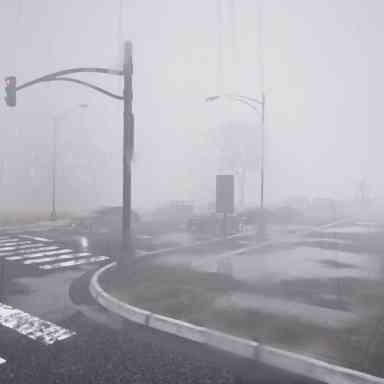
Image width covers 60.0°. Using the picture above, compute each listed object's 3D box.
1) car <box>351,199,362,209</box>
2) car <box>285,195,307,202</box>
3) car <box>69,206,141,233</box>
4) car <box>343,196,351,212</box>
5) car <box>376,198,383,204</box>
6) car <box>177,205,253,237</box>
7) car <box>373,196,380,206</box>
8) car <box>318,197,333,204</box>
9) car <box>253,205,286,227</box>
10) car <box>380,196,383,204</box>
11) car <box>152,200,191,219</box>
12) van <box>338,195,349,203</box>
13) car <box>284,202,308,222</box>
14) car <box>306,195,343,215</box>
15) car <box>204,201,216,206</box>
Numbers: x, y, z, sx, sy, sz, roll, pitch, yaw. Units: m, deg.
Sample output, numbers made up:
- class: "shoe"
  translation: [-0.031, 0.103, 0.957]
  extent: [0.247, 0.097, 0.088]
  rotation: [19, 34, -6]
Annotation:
- class: "car"
  translation: [24.930, 1.773, 51.273]
  extent: [1.967, 1.590, 4.097]
  rotation: [1, 0, 36]
- class: "car"
  translation: [15.098, 1.428, 47.514]
  extent: [2.150, 2.045, 5.566]
  rotation: [1, 0, 37]
- class: "car"
  translation: [-5.121, 1.564, 20.157]
  extent: [1.812, 1.442, 4.674]
  rotation: [1, 0, 36]
- class: "car"
  translation: [18.398, 1.720, 42.298]
  extent: [1.967, 1.590, 4.097]
  rotation: [1, 0, 36]
- class: "car"
  translation: [44.653, 2.047, 78.110]
  extent: [2.008, 1.369, 4.403]
  rotation: [1, 0, 36]
- class: "car"
  translation: [1.435, 1.696, 19.088]
  extent: [2.008, 1.369, 4.403]
  rotation: [1, 0, 36]
- class: "car"
  translation: [34.892, 1.940, 64.828]
  extent: [1.752, 1.417, 4.829]
  rotation: [1, 0, 36]
- class: "car"
  translation: [28.038, 1.849, 69.652]
  extent: [1.947, 1.339, 4.313]
  rotation: [1, 0, 36]
- class: "car"
  translation: [4.682, 1.737, 23.505]
  extent: [1.947, 1.339, 4.313]
  rotation: [1, 0, 36]
- class: "car"
  translation: [41.369, 1.784, 73.637]
  extent: [2.192, 1.841, 5.009]
  rotation: [1, 0, 36]
- class: "car"
  translation: [-1.650, 1.481, 29.474]
  extent: [1.967, 1.590, 4.097]
  rotation: [1, 0, 36]
- class: "van"
  translation: [37.902, 1.706, 83.071]
  extent: [1.690, 1.788, 3.998]
  rotation: [1, 0, 36]
- class: "car"
  translation: [7.926, 1.779, 27.921]
  extent: [1.802, 1.307, 4.206]
  rotation: [1, 0, 36]
- class: "car"
  translation: [15.138, 1.569, 37.805]
  extent: [2.192, 1.841, 5.009]
  rotation: [1, 0, 36]
- class: "car"
  translation: [2.390, 1.603, 30.373]
  extent: [1.837, 1.490, 4.892]
  rotation: [1, 0, 36]
